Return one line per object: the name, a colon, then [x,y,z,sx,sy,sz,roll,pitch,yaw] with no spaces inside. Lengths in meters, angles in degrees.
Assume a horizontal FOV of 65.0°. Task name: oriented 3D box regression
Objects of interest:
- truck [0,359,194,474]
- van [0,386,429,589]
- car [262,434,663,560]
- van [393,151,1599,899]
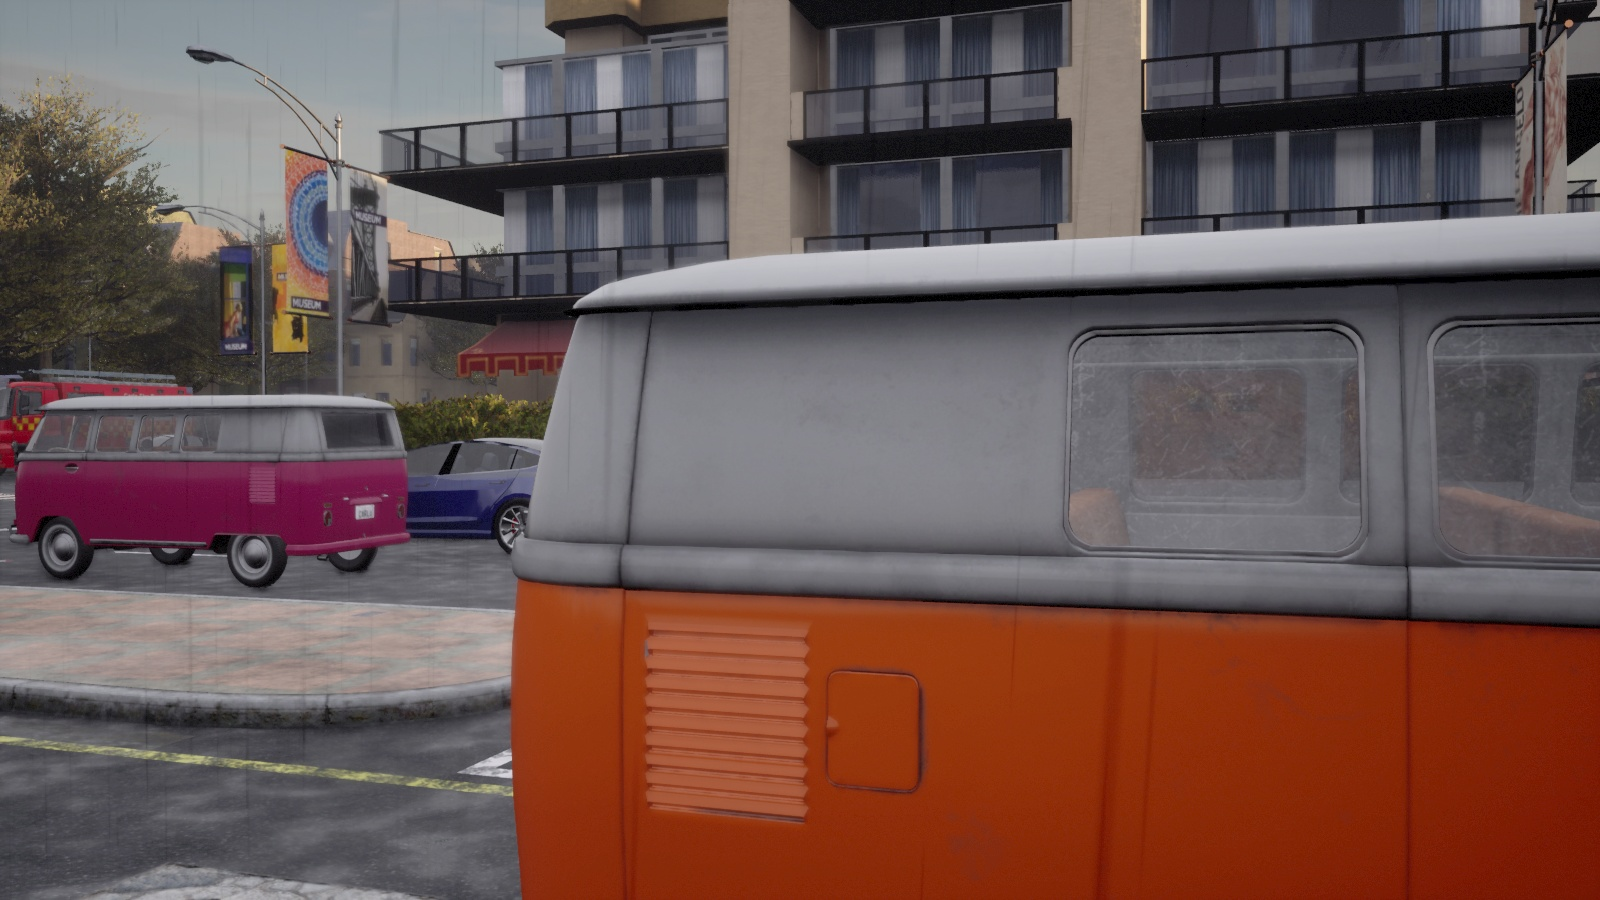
truck: [-26.770,-1.180,46.298,2.891,3.827,8.468,1,1,18]
van: [-6.511,0.334,13.820,4.442,1.987,1.775,1,1,19]
car: [-4.484,0.540,16.834,4.792,1.488,2.163,1,1,19]
van: [1.570,0.543,2.661,4.442,1.987,1.775,1,1,19]
